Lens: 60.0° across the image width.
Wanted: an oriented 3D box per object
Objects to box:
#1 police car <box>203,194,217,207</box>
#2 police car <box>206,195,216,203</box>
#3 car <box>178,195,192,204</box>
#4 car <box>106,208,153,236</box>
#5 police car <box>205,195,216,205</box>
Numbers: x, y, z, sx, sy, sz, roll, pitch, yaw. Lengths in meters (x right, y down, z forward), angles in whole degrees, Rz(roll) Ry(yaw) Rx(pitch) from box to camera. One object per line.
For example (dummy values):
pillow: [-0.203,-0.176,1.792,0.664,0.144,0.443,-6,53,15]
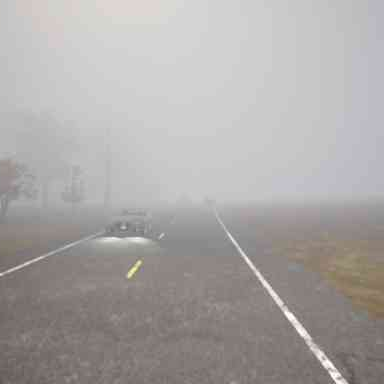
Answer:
police car: [2.733,1.420,52.022,1.930,1.638,5.238,0,0,4]
police car: [3.897,1.412,67.926,1.930,1.638,5.238,0,0,5]
car: [-1.246,1.342,60.864,2.097,1.767,4.553,0,0,5]
car: [-3.354,1.565,18.429,1.994,1.385,4.181,0,0,1]
police car: [3.425,1.416,61.964,1.930,1.638,5.238,0,0,4]
